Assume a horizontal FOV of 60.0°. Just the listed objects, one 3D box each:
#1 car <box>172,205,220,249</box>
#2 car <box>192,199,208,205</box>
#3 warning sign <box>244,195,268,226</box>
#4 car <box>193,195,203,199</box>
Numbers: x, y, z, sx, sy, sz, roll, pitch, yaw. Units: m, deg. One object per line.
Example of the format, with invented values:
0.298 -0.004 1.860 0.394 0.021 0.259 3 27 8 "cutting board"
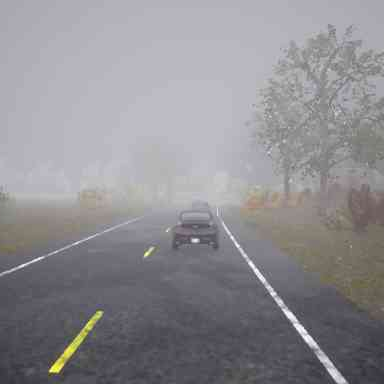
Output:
0.178 1.524 14.570 1.837 1.490 4.892 0 0 1 "car"
0.712 1.587 29.520 2.033 1.411 5.357 0 0 3 "car"
3.885 1.125 20.354 1.300 1.860 1.060 -1 -1 2 "warning sign"
1.359 1.515 77.759 2.097 1.767 4.553 0 0 7 "car"
